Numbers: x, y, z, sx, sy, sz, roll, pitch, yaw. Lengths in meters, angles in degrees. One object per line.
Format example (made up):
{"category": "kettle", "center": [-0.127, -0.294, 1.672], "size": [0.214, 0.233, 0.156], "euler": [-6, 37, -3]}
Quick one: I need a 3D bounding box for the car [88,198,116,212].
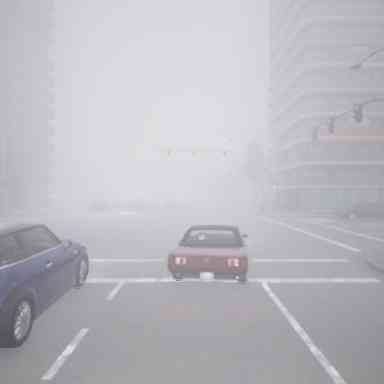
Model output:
{"category": "car", "center": [-10.564, 1.523, 38.421], "size": [1.837, 1.490, 4.892], "euler": [0, 0, 0]}

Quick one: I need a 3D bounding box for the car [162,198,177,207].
{"category": "car", "center": [-3.391, 1.587, 50.545], "size": [1.994, 1.385, 4.181], "euler": [0, 0, 0]}

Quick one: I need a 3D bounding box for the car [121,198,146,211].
{"category": "car", "center": [-7.045, 1.511, 42.041], "size": [2.128, 1.511, 4.902], "euler": [0, 0, 0]}

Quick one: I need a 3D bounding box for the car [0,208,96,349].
{"category": "car", "center": [-3.547, 1.355, 6.394], "size": [2.097, 1.767, 4.553], "euler": [0, 0, -2]}

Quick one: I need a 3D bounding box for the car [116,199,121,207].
{"category": "car", "center": [-10.545, 1.623, 47.677], "size": [1.895, 1.301, 4.718], "euler": [0, 0, 0]}

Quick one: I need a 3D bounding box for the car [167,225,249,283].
{"category": "car", "center": [0.689, 1.605, 9.740], "size": [1.895, 1.301, 4.718], "euler": [0, 0, 9]}

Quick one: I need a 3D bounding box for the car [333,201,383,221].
{"category": "car", "center": [13.989, 1.517, 26.894], "size": [4.892, 1.490, 1.837], "euler": [0, 0, 0]}
